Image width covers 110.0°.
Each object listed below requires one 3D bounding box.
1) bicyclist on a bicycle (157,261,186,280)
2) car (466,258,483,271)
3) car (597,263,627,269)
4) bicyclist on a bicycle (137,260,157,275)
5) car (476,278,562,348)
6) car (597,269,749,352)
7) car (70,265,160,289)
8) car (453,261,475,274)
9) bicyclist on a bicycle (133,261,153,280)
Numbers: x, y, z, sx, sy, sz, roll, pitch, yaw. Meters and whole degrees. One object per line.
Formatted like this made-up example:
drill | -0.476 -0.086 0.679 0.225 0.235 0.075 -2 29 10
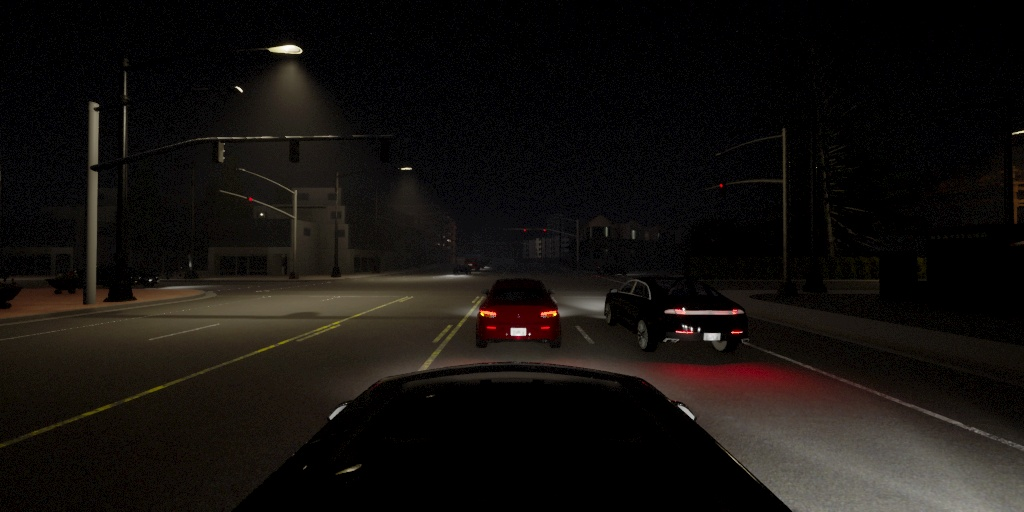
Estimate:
bicyclist on a bicycle | -29.288 1.231 31.026 1.656 1.620 0.582 1 -1 -22
car | -6.387 1.360 57.240 2.150 2.045 5.566 0 0 1
car | 11.953 1.566 42.503 4.902 1.511 2.128 1 -1 -45
bicyclist on a bicycle | -31.198 1.146 31.256 1.656 1.620 0.582 22 6 -26
car | 0.165 1.288 9.140 1.812 1.442 4.674 0 0 1
car | 3.655 1.250 8.895 2.128 1.511 4.902 0 0 1
car | -25.857 1.332 23.292 4.892 1.490 1.837 0 -1 1
car | -6.536 1.695 47.279 1.895 1.301 4.718 0 0 2
bicyclist on a bicycle | -32.653 1.244 31.747 1.656 1.620 0.582 0 0 19
